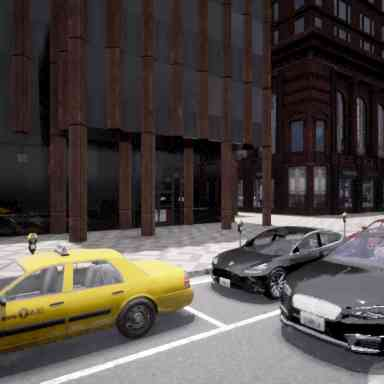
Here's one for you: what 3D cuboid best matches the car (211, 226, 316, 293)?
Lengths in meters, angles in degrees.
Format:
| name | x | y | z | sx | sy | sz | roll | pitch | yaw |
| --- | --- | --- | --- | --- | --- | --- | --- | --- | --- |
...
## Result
| name | x | y | z | sx | sy | sz | roll | pitch | yaw |
| --- | --- | --- | --- | --- | --- | --- | --- | --- | --- |
| car | 2.480 | 1.567 | 8.399 | 4.313 | 1.339 | 1.947 | 0 | 0 | -35 |

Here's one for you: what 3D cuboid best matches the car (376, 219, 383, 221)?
| name | x | y | z | sx | sy | sz | roll | pitch | yaw |
| --- | --- | --- | --- | --- | --- | --- | --- | --- | --- |
| car | 7.077 | 1.586 | 11.661 | 4.206 | 1.307 | 1.802 | 0 | 0 | -35 |

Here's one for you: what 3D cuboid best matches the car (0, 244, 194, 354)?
| name | x | y | z | sx | sy | sz | roll | pitch | yaw |
| --- | --- | --- | --- | --- | --- | --- | --- | --- | --- |
| car | -2.256 | 1.525 | 5.039 | 4.829 | 1.417 | 1.752 | 0 | 0 | -35 |

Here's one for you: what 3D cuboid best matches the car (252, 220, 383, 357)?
| name | x | y | z | sx | sy | sz | roll | pitch | yaw |
| --- | --- | --- | --- | --- | --- | --- | --- | --- | --- |
| car | 3.633 | 1.493 | 5.951 | 4.902 | 1.511 | 2.128 | 0 | 0 | -35 |
